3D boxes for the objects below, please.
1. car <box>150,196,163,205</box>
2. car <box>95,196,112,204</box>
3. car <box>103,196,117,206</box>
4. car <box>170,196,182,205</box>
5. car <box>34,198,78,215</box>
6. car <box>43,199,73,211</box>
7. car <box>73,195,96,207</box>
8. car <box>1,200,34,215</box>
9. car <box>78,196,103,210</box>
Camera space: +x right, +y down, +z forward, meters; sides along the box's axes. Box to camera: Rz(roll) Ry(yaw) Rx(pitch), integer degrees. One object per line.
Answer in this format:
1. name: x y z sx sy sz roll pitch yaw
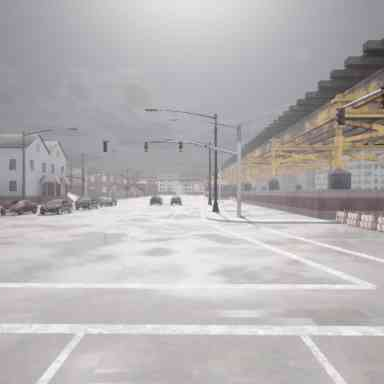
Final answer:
1. car: -6.262 1.498 58.916 1.882 1.535 5.008 0 0 1
2. car: -16.714 1.548 63.042 1.812 1.442 4.674 0 0 2
3. car: -13.468 1.545 53.944 1.812 1.442 4.674 0 0 2
4. car: -2.763 1.525 58.835 1.837 1.490 4.892 0 0 1
5. car: -13.931 1.517 34.407 1.837 1.490 4.892 0 0 1
6. car: -17.229 1.616 42.995 1.895 1.301 4.718 0 0 1
7. car: -16.990 1.370 52.836 2.097 1.767 4.553 0 0 2
8. car: -17.446 1.538 33.903 1.812 1.442 4.674 0 0 1
9. car: -13.711 1.520 43.658 1.837 1.490 4.892 0 0 1
